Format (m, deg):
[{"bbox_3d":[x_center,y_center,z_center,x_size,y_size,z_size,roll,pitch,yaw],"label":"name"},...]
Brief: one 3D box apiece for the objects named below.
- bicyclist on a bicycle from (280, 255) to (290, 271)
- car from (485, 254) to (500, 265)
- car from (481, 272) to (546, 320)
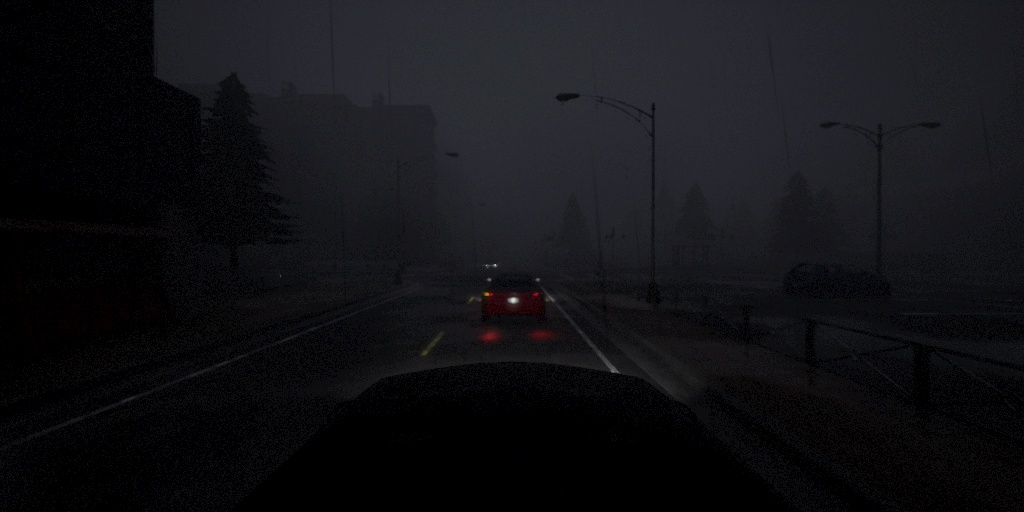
[{"bbox_3d":[-22.980,0.768,36.291,0.582,1.620,1.656,0,1,-1],"label":"bicyclist on a bicycle"},{"bbox_3d":[-3.540,0.790,62.435,1.994,1.385,4.181,0,1,0],"label":"car"},{"bbox_3d":[0.056,1.223,12.219,1.994,1.385,4.181,0,0,0],"label":"car"}]
